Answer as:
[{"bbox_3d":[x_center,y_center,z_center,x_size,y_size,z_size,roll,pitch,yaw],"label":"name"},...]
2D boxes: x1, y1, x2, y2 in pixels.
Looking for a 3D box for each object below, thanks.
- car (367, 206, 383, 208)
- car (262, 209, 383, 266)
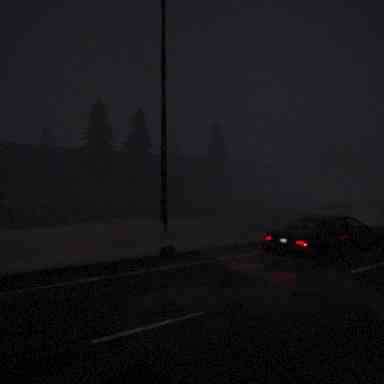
[{"bbox_3d":[24.029,1.446,42.747,4.718,1.301,1.895,0,0,-36],"label":"car"},{"bbox_3d":[4.785,1.510,11.483,5.357,1.411,2.033,0,0,-36],"label":"car"}]
